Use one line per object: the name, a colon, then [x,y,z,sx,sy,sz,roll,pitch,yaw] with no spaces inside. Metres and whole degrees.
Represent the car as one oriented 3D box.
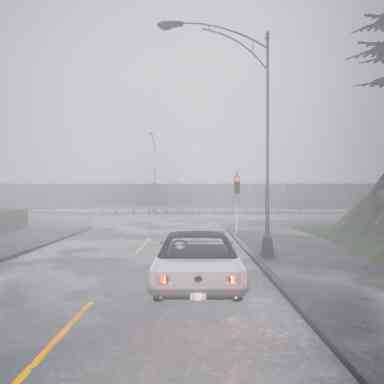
car: [0.116,1.601,8.226,1.895,1.301,4.718,0,0,0]
